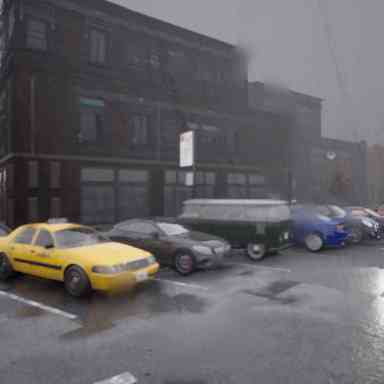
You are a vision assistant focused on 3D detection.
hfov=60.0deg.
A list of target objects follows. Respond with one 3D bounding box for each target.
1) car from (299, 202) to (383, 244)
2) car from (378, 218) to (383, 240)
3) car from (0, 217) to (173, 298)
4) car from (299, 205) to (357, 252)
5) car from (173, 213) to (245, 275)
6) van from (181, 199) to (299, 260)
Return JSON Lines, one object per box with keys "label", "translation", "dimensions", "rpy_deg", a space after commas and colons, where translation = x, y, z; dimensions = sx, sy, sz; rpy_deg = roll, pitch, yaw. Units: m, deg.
{"label": "car", "translation": [6.306, 1.344, 15.728], "dimensions": [4.553, 1.767, 2.185], "rpy_deg": [-1, -1, 34]}
{"label": "car", "translation": [7.896, 1.549, 10.319], "dimensions": [4.181, 1.385, 1.994], "rpy_deg": [0, 0, -35]}
{"label": "car", "translation": [-3.281, 1.479, 8.596], "dimensions": [5.366, 1.575, 1.946], "rpy_deg": [-1, -1, 34]}
{"label": "car", "translation": [3.888, 1.473, 13.947], "dimensions": [5.008, 1.535, 2.097], "rpy_deg": [-1, -1, 34]}
{"label": "car", "translation": [-0.998, 1.521, 10.459], "dimensions": [4.674, 1.452, 2.002], "rpy_deg": [-1, -1, 34]}
{"label": "van", "translation": [1.343, 1.253, 12.269], "dimensions": [4.442, 1.987, 1.878], "rpy_deg": [-1, -1, 34]}
